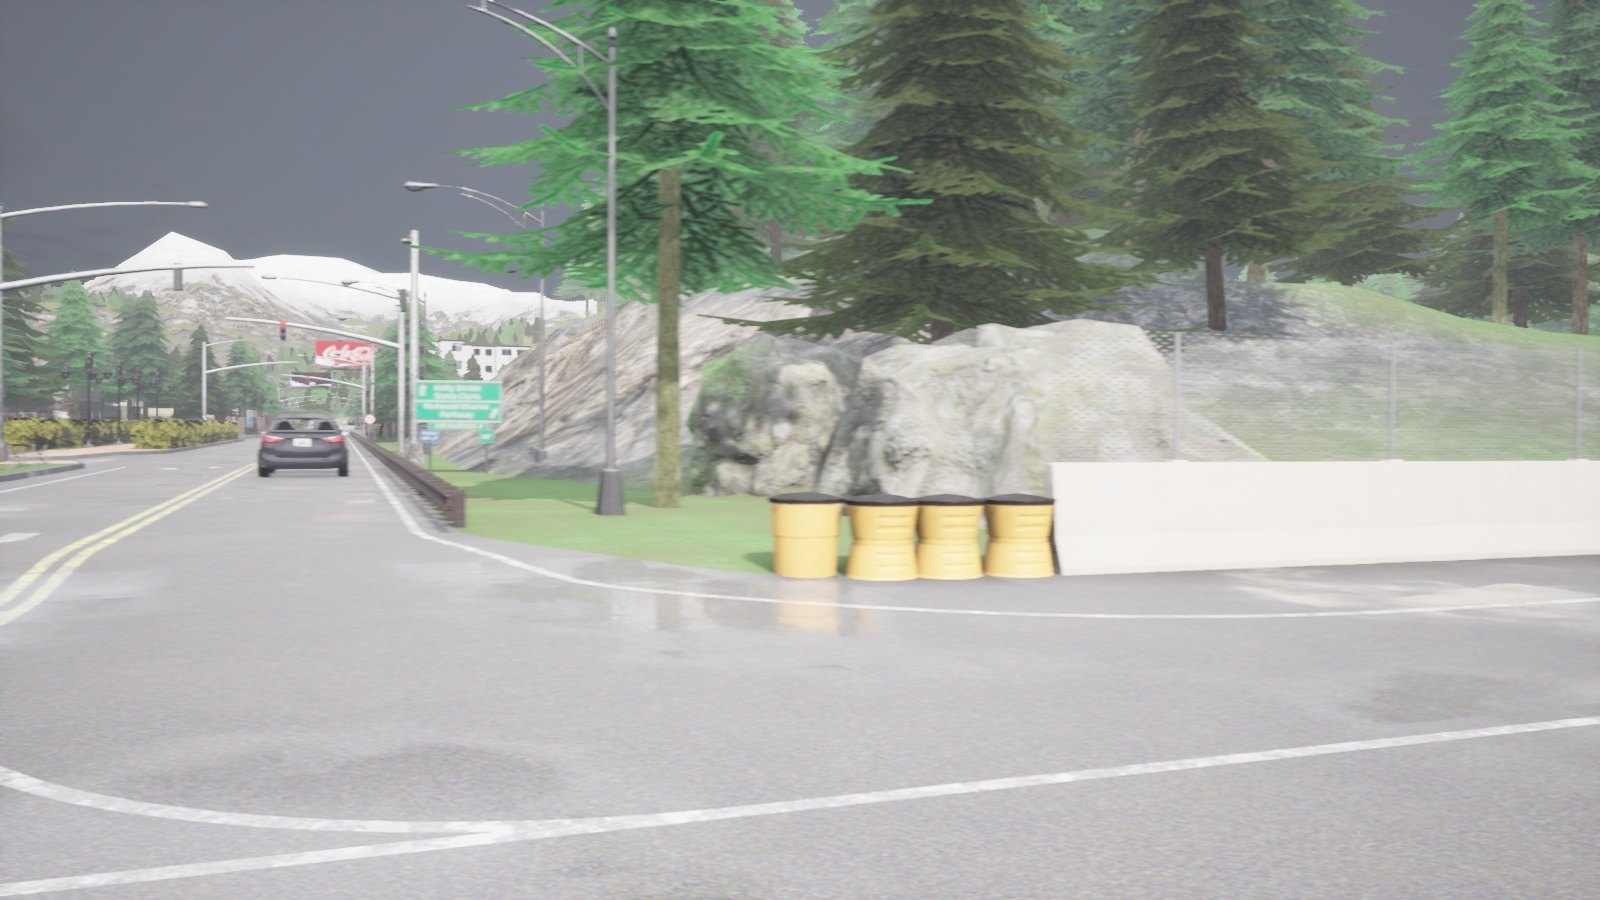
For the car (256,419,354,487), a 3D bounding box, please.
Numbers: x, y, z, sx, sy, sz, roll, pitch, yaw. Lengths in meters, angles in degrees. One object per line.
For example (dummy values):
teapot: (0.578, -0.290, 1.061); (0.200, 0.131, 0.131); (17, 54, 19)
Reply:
car: (-13.187, 0.041, 33.616); (2.242, 1.667, 4.611); (-1, 1, -20)
